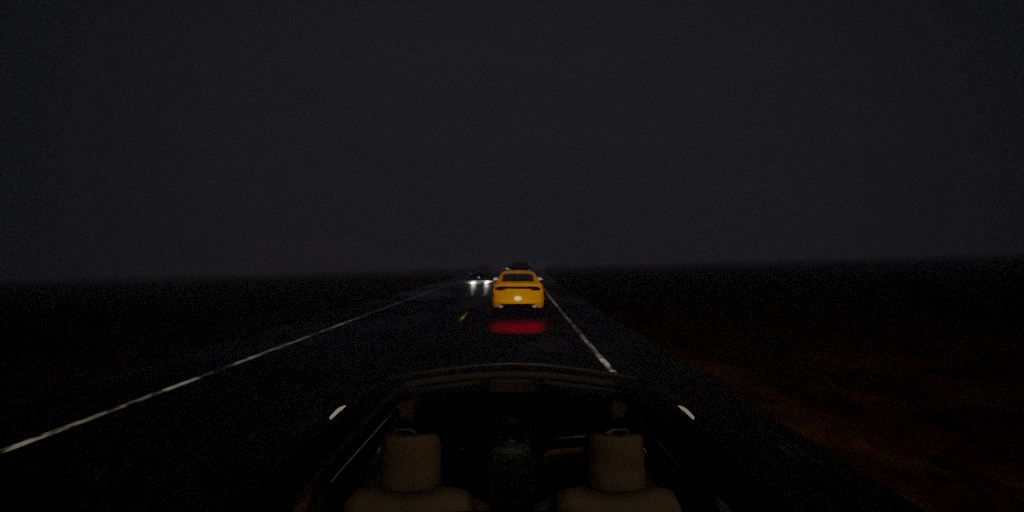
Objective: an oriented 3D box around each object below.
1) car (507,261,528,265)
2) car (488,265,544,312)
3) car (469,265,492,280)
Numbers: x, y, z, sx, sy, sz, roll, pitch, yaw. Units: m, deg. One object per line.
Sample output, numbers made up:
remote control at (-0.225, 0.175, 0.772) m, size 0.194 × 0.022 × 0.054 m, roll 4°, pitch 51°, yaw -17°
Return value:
car at (0.779, 1.340, 32.759) m, size 2.097 × 1.767 × 4.553 m, roll 0°, pitch 0°, yaw 2°
car at (0.248, 1.330, 14.836) m, size 1.882 × 1.535 × 5.008 m, roll 0°, pitch 0°, yaw 1°
car at (-2.848, 1.550, 34.697) m, size 2.033 × 1.411 × 5.357 m, roll 0°, pitch 0°, yaw 2°
